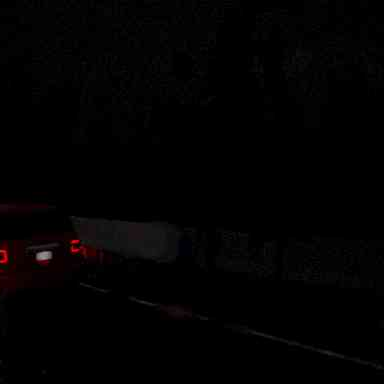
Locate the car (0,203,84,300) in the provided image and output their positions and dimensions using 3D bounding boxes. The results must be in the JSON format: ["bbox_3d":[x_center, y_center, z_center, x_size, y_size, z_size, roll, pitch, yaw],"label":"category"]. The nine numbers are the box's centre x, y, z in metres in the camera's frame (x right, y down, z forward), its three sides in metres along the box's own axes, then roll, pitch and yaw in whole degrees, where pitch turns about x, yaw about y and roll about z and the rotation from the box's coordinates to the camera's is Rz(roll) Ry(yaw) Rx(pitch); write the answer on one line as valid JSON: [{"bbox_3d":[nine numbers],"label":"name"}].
[{"bbox_3d":[-4.826,1.277,7.864,5.566,2.045,2.150,0,0,39],"label":"car"}]
